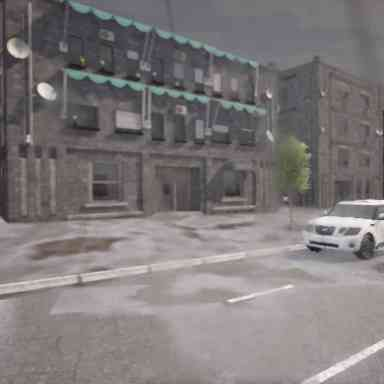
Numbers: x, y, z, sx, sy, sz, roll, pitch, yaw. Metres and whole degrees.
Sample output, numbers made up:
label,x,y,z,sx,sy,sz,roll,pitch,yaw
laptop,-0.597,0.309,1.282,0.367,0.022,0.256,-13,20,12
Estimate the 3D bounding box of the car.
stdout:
label,x,y,z,sx,sy,sz,roll,pitch,yaw
car,6.780,1.349,13.236,5.566,2.045,2.150,1,0,-37
